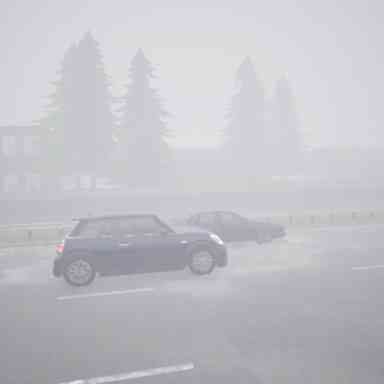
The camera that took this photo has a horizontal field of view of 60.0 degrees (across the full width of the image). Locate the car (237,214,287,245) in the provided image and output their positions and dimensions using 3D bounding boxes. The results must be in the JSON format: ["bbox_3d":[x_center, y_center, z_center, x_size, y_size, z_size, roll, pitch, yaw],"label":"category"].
[{"bbox_3d":[0.991,1.420,13.376,5.357,1.411,2.033,-2,0,-13],"label":"car"}]

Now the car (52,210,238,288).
[{"bbox_3d":[-1.352,1.334,9.223,4.553,1.767,2.097,-2,0,-14],"label":"car"}]
